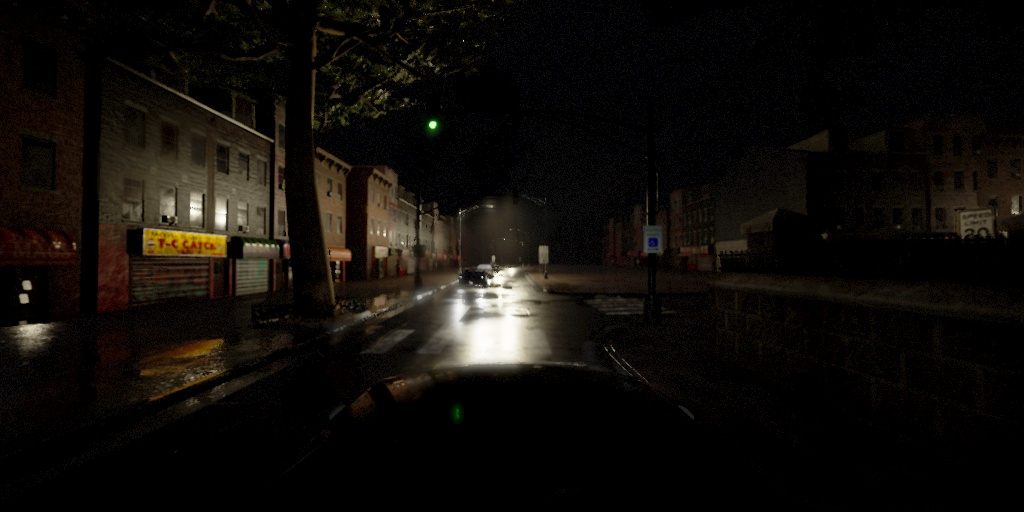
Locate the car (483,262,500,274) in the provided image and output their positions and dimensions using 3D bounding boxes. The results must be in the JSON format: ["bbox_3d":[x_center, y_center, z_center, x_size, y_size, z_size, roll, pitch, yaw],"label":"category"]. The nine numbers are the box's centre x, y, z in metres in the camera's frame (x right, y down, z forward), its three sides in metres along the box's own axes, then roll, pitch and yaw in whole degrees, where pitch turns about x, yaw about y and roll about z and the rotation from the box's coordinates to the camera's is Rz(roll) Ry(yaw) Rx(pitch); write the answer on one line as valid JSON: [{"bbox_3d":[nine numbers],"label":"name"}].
[{"bbox_3d":[-2.731,1.623,48.845,2.128,1.511,4.902,0,0,0],"label":"car"}]

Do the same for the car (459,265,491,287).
[{"bbox_3d":[-2.765,1.538,26.332,1.895,1.301,4.718,0,0,-1],"label":"car"}]

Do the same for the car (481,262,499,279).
[{"bbox_3d":[-2.775,1.569,36.823,2.033,1.411,5.357,0,0,0],"label":"car"}]
